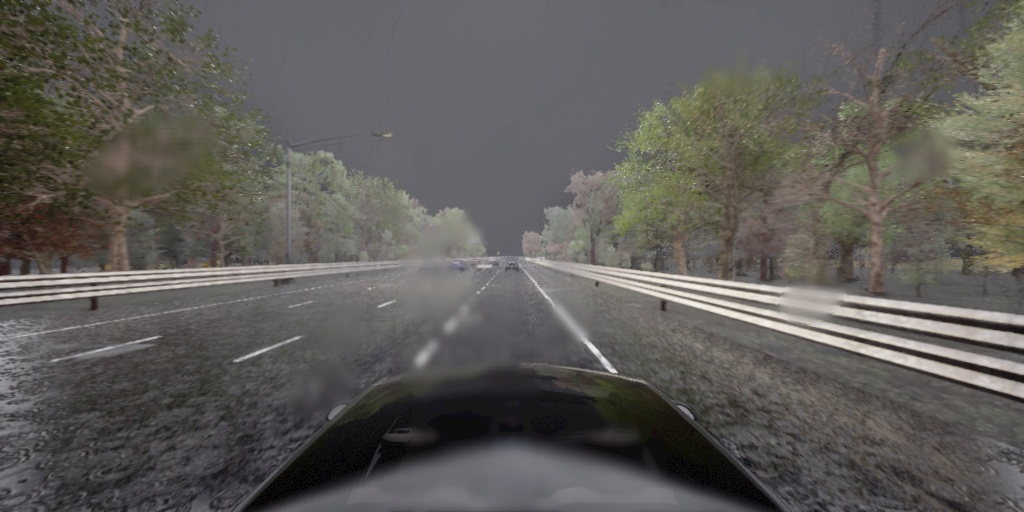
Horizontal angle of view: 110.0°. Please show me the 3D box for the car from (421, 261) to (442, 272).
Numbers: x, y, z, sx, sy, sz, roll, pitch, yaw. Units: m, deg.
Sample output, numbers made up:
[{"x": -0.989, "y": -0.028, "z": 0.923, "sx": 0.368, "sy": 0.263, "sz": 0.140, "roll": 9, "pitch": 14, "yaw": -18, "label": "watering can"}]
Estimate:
[{"x": -10.493, "y": 1.338, "z": 47.075, "sx": 1.994, "sy": 1.385, "sz": 4.181, "roll": 0, "pitch": 0, "yaw": 0, "label": "car"}]

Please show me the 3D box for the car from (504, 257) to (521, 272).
[{"x": 0.008, "y": 1.280, "z": 46.703, "sx": 1.837, "sy": 1.490, "sz": 4.892, "roll": 0, "pitch": 0, "yaw": 0, "label": "car"}]

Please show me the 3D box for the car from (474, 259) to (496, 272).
[{"x": -3.493, "y": 1.375, "z": 46.902, "sx": 1.895, "sy": 1.301, "sz": 4.718, "roll": 0, "pitch": 0, "yaw": 0, "label": "car"}]

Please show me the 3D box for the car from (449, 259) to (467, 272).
[{"x": -6.992, "y": 1.299, "z": 46.975, "sx": 1.812, "sy": 1.442, "sz": 4.674, "roll": 0, "pitch": 0, "yaw": 0, "label": "car"}]
